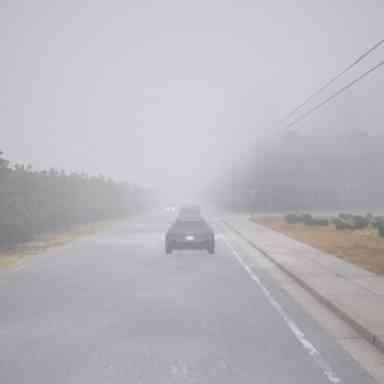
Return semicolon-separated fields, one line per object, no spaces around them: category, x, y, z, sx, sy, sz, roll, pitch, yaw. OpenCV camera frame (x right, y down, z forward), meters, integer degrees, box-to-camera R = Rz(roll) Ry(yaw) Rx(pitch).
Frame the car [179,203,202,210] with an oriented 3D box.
car;-0.171;1.753;29.516;1.882;1.535;5.008;0;0;0

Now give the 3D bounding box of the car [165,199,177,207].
car;-3.902;2.070;62.030;2.128;1.511;4.902;0;-1;0

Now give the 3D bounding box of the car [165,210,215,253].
car;-0.075;1.699;14.357;1.994;1.385;4.181;0;0;0
